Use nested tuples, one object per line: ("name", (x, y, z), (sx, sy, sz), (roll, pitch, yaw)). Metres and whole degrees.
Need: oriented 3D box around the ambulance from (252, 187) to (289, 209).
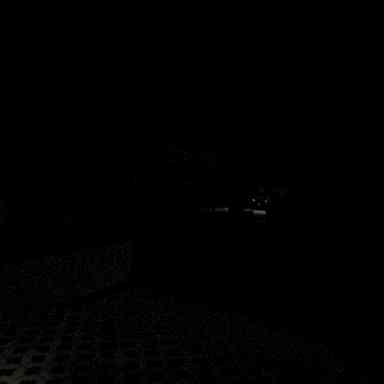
("ambulance", (9.080, 0.642, 38.385), (2.351, 2.431, 6.366), (3, 2, 35))
